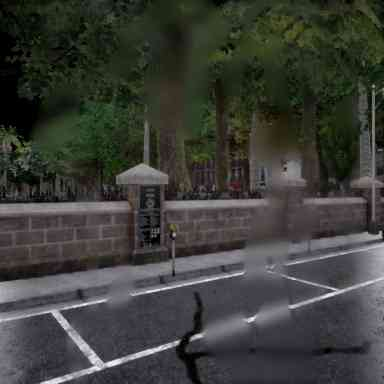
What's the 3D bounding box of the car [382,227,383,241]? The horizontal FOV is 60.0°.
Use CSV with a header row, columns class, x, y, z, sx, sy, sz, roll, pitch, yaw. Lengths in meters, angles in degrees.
class,x,y,z,sx,sy,sz,roll,pitch,yaw
car,9.786,1.310,13.538,5.009,1.841,2.192,0,0,-36
